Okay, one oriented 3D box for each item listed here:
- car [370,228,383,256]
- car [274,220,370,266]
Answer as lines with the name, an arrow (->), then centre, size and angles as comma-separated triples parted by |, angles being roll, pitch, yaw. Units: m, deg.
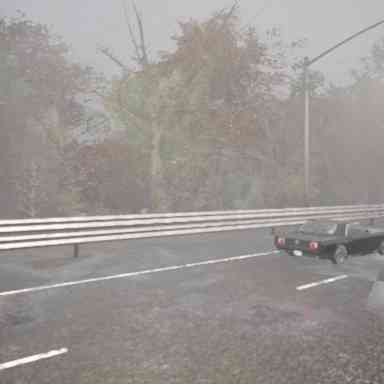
car -> 7.069, 1.508, 8.733 | 4.902, 1.511, 2.128 | 0, 0, -35
car -> 5.118, 1.616, 11.638 | 4.718, 1.301, 1.895 | 0, 0, -35
